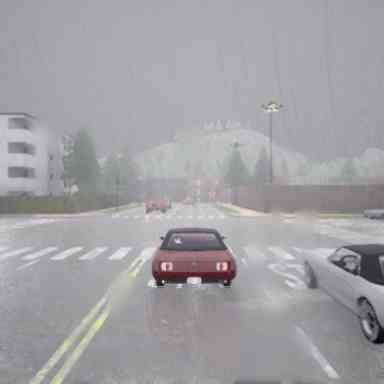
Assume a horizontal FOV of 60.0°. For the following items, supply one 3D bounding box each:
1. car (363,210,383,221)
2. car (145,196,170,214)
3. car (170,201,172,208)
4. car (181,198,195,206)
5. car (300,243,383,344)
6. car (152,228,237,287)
[{"bbox_3d":[17.207,1.790,28.187,4.718,1.301,1.895,0,0,0],"label":"car"},{"bbox_3d":[-4.239,1.474,40.200,2.150,2.045,5.566,0,0,0],"label":"car"},{"bbox_3d":[-4.231,1.672,50.261,2.097,1.767,4.553,0,0,0],"label":"car"},{"bbox_3d":[-0.771,1.905,66.835,1.882,1.535,5.008,0,0,-14],"label":"car"},{"bbox_3d":[3.617,1.645,6.407,1.895,1.301,4.718,0,0,2],"label":"car"},{"bbox_3d":[0.016,1.665,9.491,1.895,1.301,4.718,0,0,-1],"label":"car"}]
